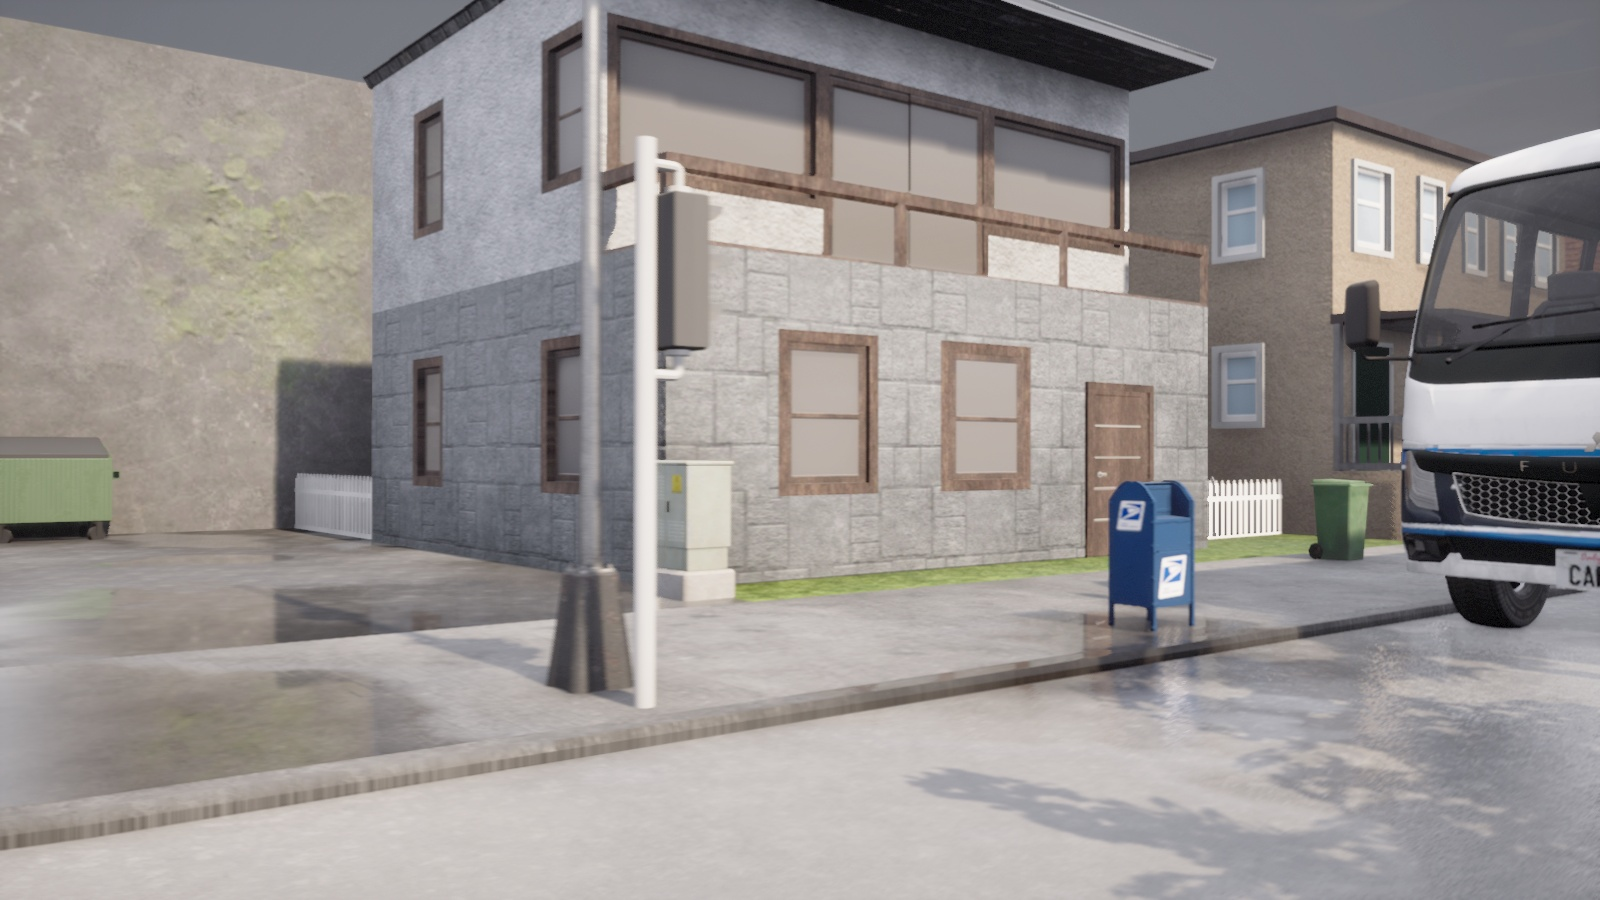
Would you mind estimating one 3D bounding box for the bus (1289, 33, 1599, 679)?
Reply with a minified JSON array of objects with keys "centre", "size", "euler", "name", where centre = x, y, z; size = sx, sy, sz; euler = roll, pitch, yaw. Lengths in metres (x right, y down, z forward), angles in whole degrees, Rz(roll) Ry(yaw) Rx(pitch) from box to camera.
[{"centre":[9.210,-0.621,11.575],"size":[10.273,4.253,3.944],"euler":[0,0,-37],"name":"bus"}]
